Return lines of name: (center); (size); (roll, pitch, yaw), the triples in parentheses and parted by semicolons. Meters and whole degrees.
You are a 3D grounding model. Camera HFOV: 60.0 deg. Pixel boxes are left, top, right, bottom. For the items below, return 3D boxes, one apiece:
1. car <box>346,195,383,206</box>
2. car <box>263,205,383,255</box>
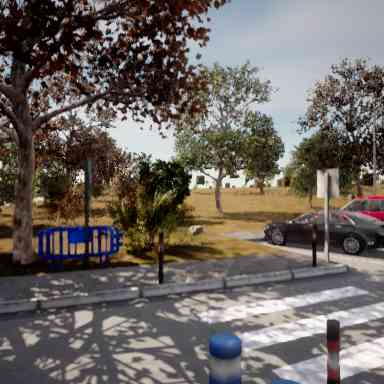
car: (7.818, 1.187, 14.279); (2.435, 2.045, 5.566); (0, -1, -44)
car: (5.133, 1.438, 13.032); (2.231, 1.521, 4.892); (0, -1, -45)
